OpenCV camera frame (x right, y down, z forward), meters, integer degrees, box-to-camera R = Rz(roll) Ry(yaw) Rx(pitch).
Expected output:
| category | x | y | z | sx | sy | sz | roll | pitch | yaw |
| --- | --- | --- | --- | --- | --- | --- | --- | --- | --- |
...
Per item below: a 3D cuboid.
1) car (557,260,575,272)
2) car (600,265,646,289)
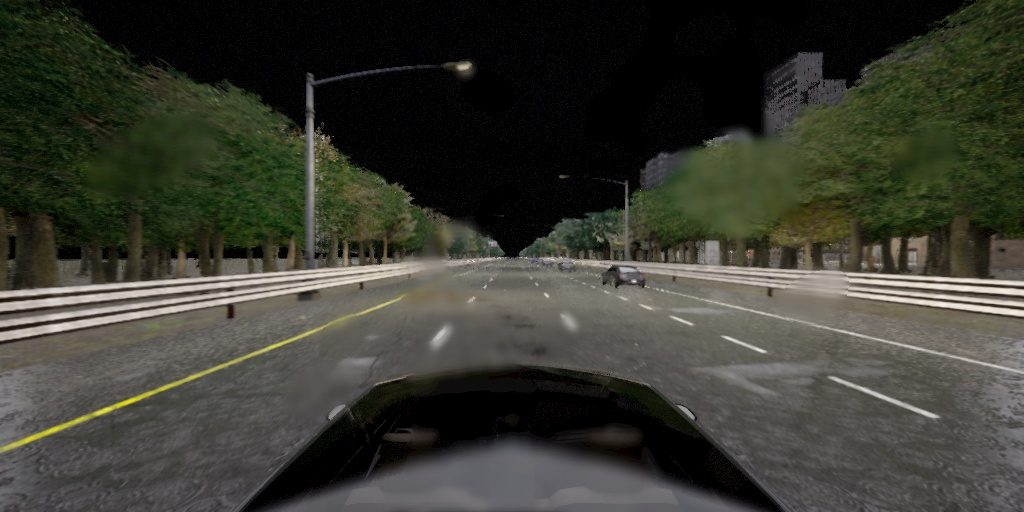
| category | x | y | z | sx | sy | sz | roll | pitch | yaw |
| --- | --- | --- | --- | --- | --- | --- | --- | --- | --- |
| car | 7.005 | 1.259 | 46.804 | 2.128 | 1.511 | 4.902 | 0 | 0 | 0 |
| car | 7.000 | 1.282 | 22.876 | 1.812 | 1.442 | 4.674 | 0 | 0 | 0 |
